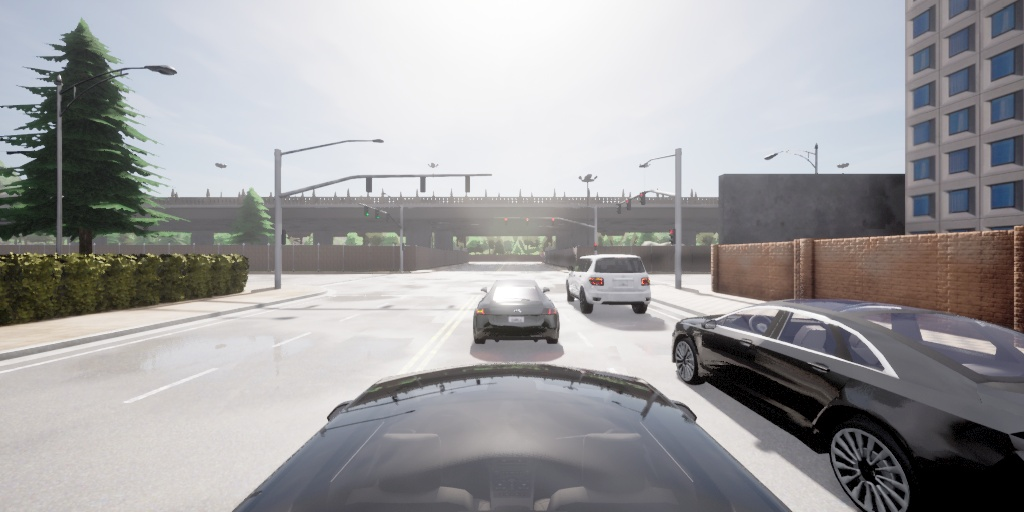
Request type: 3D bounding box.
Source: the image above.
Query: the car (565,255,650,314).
[{"bbox_3d":[3.488,0.971,13.931,2.150,2.045,5.566,0,0,0],"label":"car"}]

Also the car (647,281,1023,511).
[{"bbox_3d":[3.595,1.242,4.126,2.128,1.511,4.902,0,0,0],"label":"car"}]

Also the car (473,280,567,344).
[{"bbox_3d":[0.092,1.314,9.586,1.994,1.385,4.181,0,0,0],"label":"car"}]
